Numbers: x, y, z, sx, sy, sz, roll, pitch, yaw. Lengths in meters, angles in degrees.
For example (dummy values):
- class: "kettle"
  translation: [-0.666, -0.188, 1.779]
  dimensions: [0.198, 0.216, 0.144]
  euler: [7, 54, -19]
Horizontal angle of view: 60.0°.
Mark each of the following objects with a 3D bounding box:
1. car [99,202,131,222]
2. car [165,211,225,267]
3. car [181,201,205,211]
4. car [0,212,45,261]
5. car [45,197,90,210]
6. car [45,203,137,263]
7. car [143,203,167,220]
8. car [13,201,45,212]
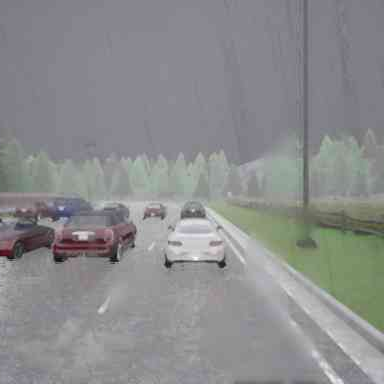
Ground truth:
- class: "car"
  translation: [-6.903, 1.764, 30.266]
  dimensions: [1.837, 1.490, 4.892]
  euler: [0, 0, 0]
- class: "car"
  translation: [0.100, 1.625, 11.628]
  dimensions: [1.812, 1.442, 4.674]
  euler: [0, 0, 0]
- class: "car"
  translation: [0.098, 1.603, 29.618]
  dimensions: [2.097, 1.767, 4.553]
  euler: [0, -1, 0]
- class: "car"
  translation: [-6.902, 1.674, 12.825]
  dimensions: [1.994, 1.385, 4.181]
  euler: [0, 0, 0]
- class: "car"
  translation: [-10.403, 1.471, 29.178]
  dimensions: [2.150, 2.045, 5.566]
  euler: [0, 0, 0]
- class: "car"
  translation: [-3.401, 1.458, 12.530]
  dimensions: [2.097, 1.767, 4.553]
  euler: [0, -1, 0]
- class: "car"
  translation: [-3.403, 1.791, 31.238]
  dimensions: [1.812, 1.442, 4.674]
  euler: [0, 0, 0]
- class: "car"
  translation: [-13.902, 1.603, 29.642]
  dimensions: [2.097, 1.767, 4.553]
  euler: [0, -1, 0]
